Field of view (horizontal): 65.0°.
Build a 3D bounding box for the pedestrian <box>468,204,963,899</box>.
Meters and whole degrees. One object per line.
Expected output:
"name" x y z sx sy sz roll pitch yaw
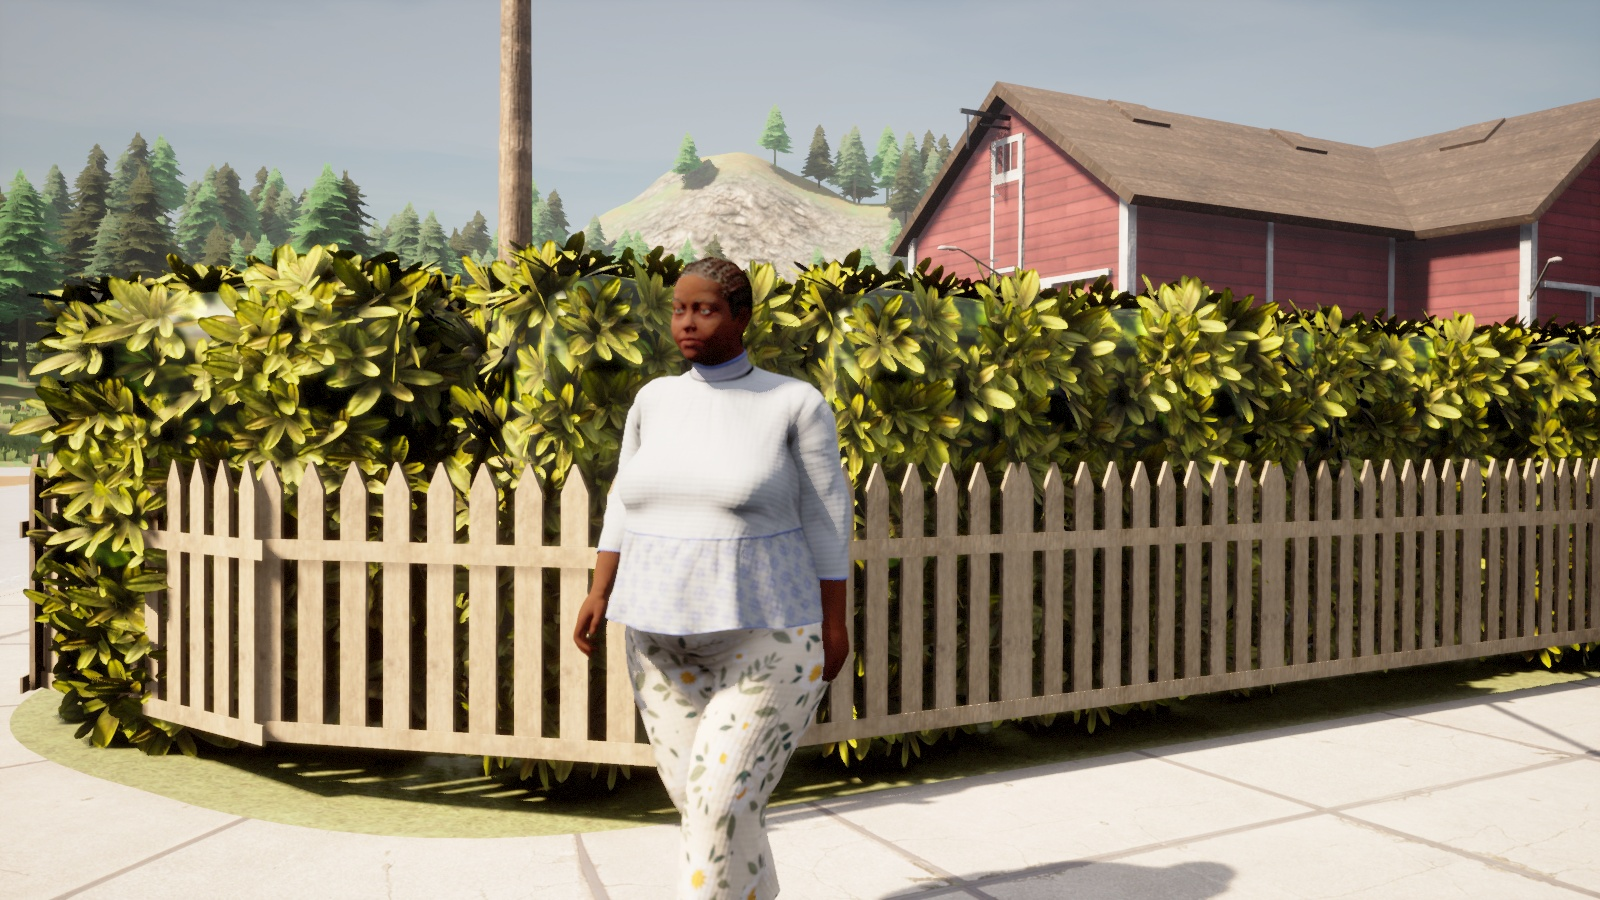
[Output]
"pedestrian" -0.173 0.420 3.176 0.874 1.855 0.900 0 1 29
